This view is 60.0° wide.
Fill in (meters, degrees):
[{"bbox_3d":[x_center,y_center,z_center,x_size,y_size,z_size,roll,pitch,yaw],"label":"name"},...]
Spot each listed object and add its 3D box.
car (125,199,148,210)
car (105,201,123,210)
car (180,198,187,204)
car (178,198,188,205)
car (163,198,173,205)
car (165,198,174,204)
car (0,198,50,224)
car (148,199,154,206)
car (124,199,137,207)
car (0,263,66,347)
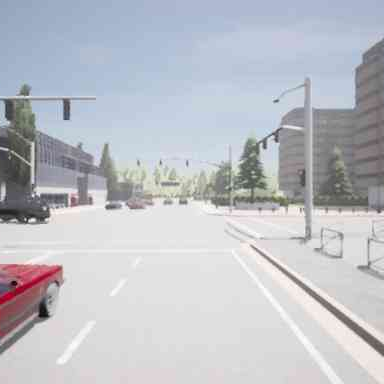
[{"bbox_3d":[-8.419,1.825,51.157,2.097,1.767,4.553,0,-1,-1],"label":"car"},{"bbox_3d":[-11.908,2.069,50.622,1.895,1.301,4.718,0,-1,-1],"label":"car"},{"bbox_3d":[-2.242,2.224,85.061,1.812,1.442,4.674,0,-1,-2],"label":"car"},{"bbox_3d":[-1.978,2.042,75.057,2.097,1.767,4.553,0,-1,-2],"label":"car"},{"bbox_3d":[-5.461,2.221,74.367,2.033,1.411,5.357,0,-1,-2],"label":"car"},{"bbox_3d":[-5.741,2.295,85.000,1.895,1.301,4.718,0,-1,-2],"label":"car"},{"bbox_3d":[-14.295,1.471,26.965,5.566,2.045,2.150,0,-1,13],"label":"car"},{"bbox_3d":[-8.787,2.180,67.646,1.994,1.385,4.181,0,0,-1],"label":"car"},{"bbox_3d":[-12.275,2.120,67.126,1.837,1.490,4.892,0,0,-1],"label":"car"},{"bbox_3d":[-3.469,1.645,4.635,1.895,1.301,4.718,0,-1,0],"label":"car"}]
